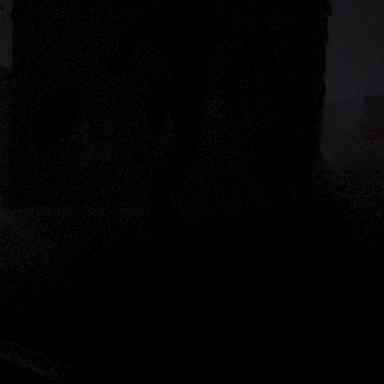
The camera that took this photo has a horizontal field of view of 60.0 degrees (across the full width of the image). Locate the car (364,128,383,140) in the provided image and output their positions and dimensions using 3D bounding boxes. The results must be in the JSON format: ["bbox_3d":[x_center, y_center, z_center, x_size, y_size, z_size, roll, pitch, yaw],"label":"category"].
[{"bbox_3d":[18.584,-5.220,31.167,2.185,1.767,4.553,1,2,-26],"label":"car"}]
